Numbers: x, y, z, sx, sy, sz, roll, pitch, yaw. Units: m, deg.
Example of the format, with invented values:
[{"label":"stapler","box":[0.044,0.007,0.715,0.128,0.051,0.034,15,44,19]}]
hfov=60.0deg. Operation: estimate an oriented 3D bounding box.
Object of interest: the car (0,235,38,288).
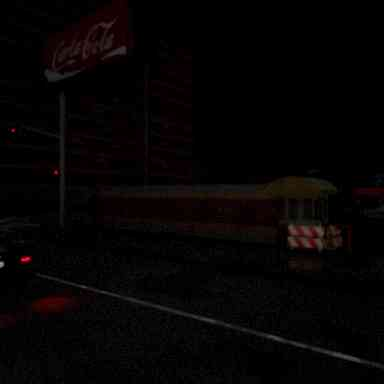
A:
[{"label":"car","box":[-5.987,1.538,8.234,5.357,1.411,2.033,0,0,36]}]

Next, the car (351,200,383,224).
[{"label":"car","box":[13.226,1.335,22.549,4.193,1.474,1.816,0,0,35]}]

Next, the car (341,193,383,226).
[{"label":"car","box":[11.288,1.146,20.490,3.866,1.878,1.905,0,0,35]}]
